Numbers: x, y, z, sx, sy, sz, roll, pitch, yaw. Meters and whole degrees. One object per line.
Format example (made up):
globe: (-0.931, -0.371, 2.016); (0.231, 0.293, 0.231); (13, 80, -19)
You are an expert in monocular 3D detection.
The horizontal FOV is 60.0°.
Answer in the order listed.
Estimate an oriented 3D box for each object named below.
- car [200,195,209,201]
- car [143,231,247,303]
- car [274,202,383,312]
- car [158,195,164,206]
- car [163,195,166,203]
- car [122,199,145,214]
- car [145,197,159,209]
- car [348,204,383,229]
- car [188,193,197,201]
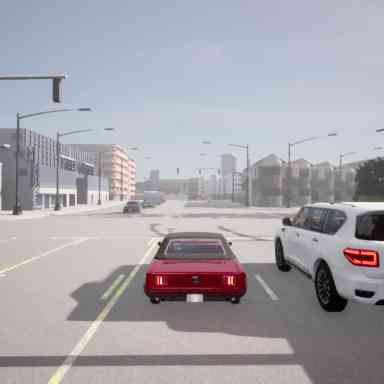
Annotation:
car: (3.520, 1.520, 89.196); (2.097, 1.767, 4.553); (0, -1, 0)
car: (0.071, 1.617, 8.168); (1.895, 1.301, 4.718); (0, 0, 0)
car: (3.565, 1.234, 7.875); (2.150, 2.045, 5.566); (0, 0, 0)
car: (-7.026, 1.881, 64.986); (1.812, 1.442, 4.674); (0, 1, 1)
car: (-6.983, 1.565, 75.326); (2.097, 1.767, 4.553); (0, 1, 0)
car: (-6.983, 1.815, 39.216); (1.837, 1.490, 4.892); (0, -1, -3)
car: (-7.078, 1.908, 53.768); (2.128, 1.511, 4.902); (0, 0, 0)
car: (13.003, 1.559, 21.466); (5.008, 1.535, 1.882); (0, -1, 2)
car: (0.020, 1.386, 88.843); (2.150, 2.045, 5.566); (0, -1, 0)
